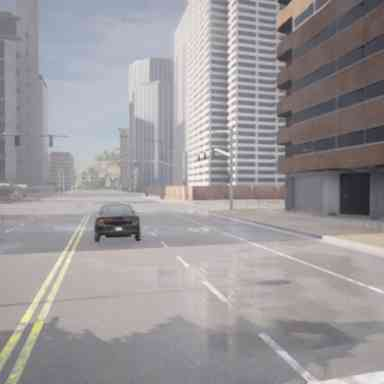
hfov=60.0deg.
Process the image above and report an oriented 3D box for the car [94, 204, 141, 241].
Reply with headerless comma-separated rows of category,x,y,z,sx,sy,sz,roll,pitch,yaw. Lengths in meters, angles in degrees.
car,-3.531,1.272,15.560,1.882,1.535,5.008,0,1,-15
